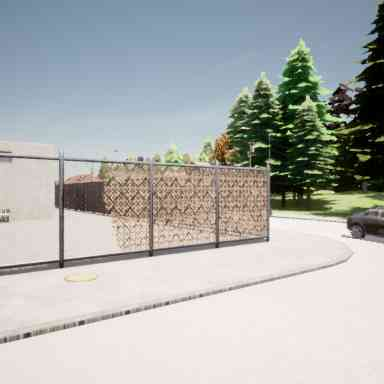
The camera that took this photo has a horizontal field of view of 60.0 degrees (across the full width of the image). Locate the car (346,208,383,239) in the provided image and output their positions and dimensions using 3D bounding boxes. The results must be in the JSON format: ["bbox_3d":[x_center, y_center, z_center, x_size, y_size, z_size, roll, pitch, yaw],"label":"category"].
[{"bbox_3d":[9.081,1.492,14.668,2.128,1.511,4.902,0,0,-17],"label":"car"}]
